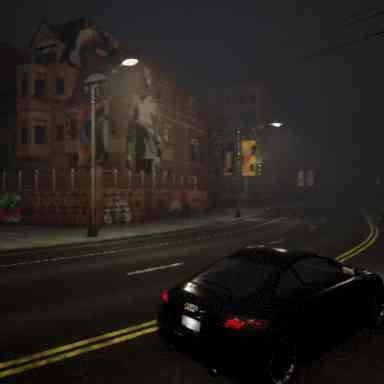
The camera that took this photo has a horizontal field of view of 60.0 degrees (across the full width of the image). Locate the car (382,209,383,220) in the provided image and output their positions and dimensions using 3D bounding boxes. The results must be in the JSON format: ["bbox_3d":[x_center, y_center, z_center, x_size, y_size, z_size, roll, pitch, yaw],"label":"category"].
[{"bbox_3d":[15.731,1.607,25.408,2.033,1.411,5.357,0,0,26],"label":"car"}]

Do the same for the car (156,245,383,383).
[{"bbox_3d":[1.497,1.584,5.404,4.181,1.385,1.994,0,0,-41],"label":"car"}]
